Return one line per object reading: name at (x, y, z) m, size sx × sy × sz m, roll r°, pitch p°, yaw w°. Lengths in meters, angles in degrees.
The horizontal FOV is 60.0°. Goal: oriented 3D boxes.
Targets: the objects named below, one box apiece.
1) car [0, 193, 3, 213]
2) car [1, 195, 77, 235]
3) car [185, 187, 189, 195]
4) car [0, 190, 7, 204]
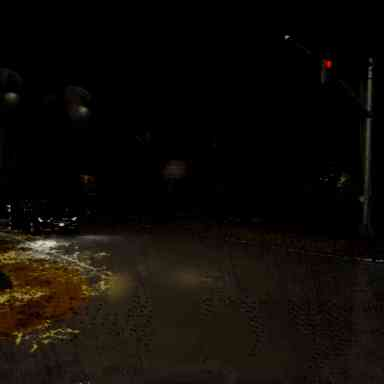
car at (-13.761, 0.836, 22.437) m, size 4.674 × 1.442 × 1.812 m, roll 2°, pitch 1°, yaw 45°
car at (-7.237, 1.077, 15.896) m, size 1.837 × 1.490 × 4.892 m, roll 1°, pitch 1°, yaw -45°
car at (-1.644, -0.146, 82.776) m, size 1.905 × 1.878 × 3.866 m, roll 7°, pitch 3°, yaw 1°
car at (-21.292, 0.496, 35.195) m, size 1.994 × 1.385 × 4.181 m, roll 1°, pitch 1°, yaw -43°
